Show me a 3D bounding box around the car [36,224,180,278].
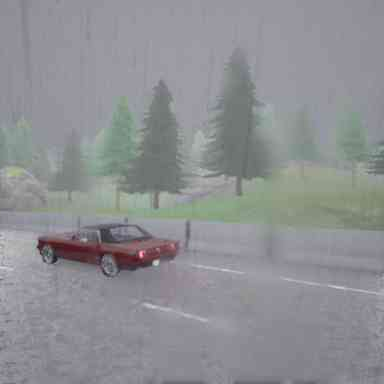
[{"bbox_3d":[-2.766,1.633,10.259,4.718,1.301,1.895,0,0,35],"label":"car"}]
